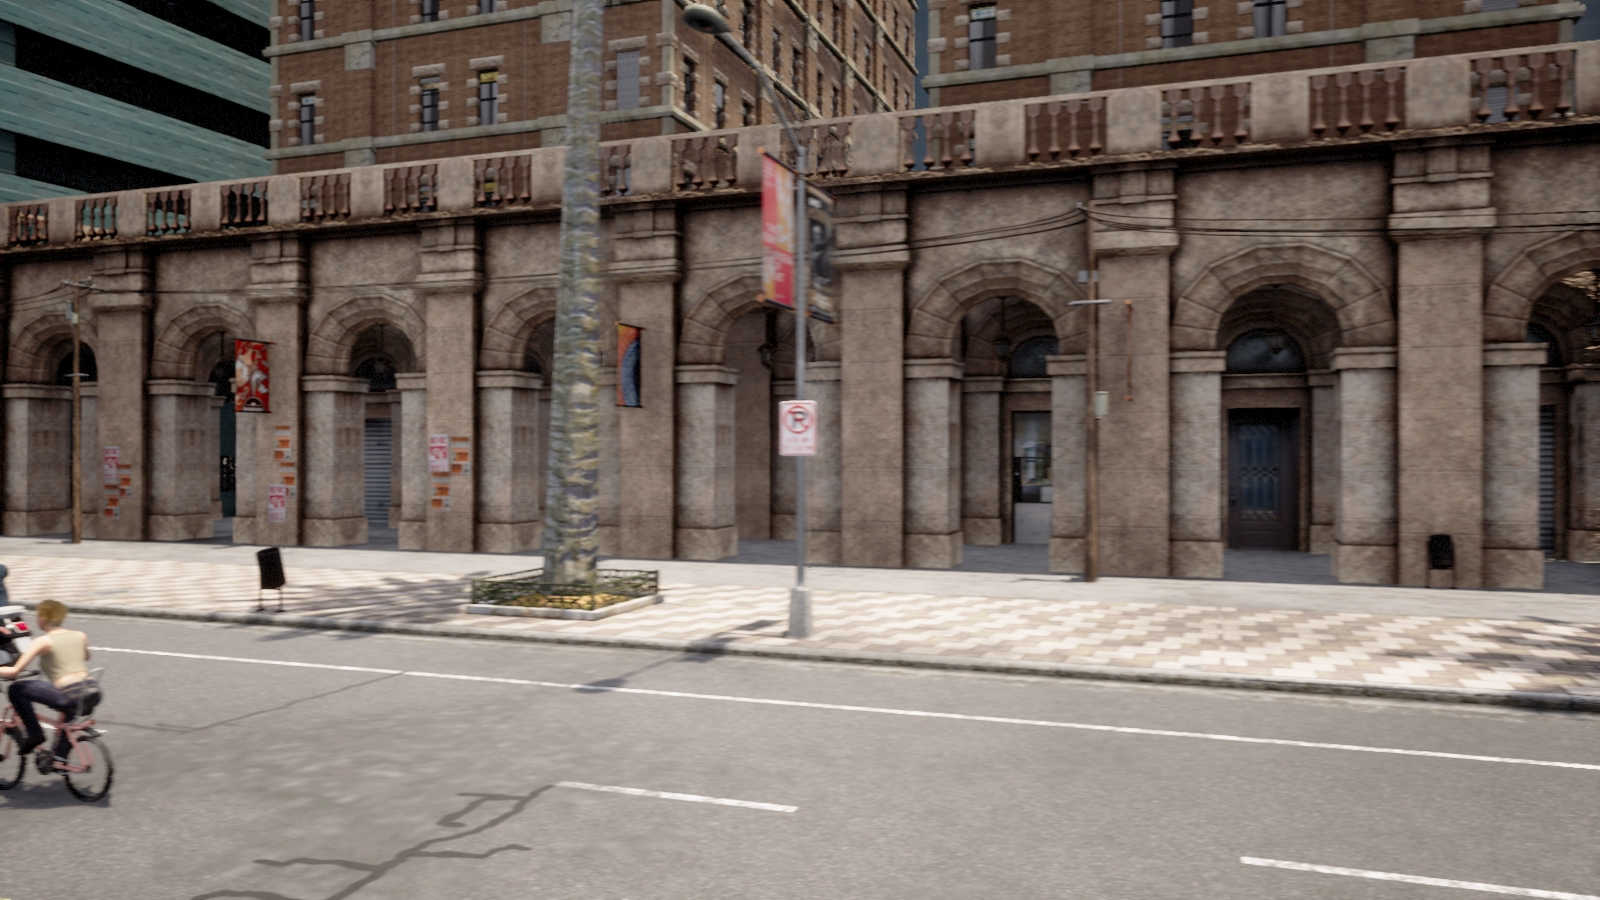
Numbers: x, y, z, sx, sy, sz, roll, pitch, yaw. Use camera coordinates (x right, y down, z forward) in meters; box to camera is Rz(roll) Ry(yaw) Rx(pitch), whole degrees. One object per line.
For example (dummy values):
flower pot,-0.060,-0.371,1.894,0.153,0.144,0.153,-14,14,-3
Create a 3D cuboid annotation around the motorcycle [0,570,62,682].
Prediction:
motorcycle,-10.385,2.180,14.432,1.805,1.236,0.856,0,0,19
